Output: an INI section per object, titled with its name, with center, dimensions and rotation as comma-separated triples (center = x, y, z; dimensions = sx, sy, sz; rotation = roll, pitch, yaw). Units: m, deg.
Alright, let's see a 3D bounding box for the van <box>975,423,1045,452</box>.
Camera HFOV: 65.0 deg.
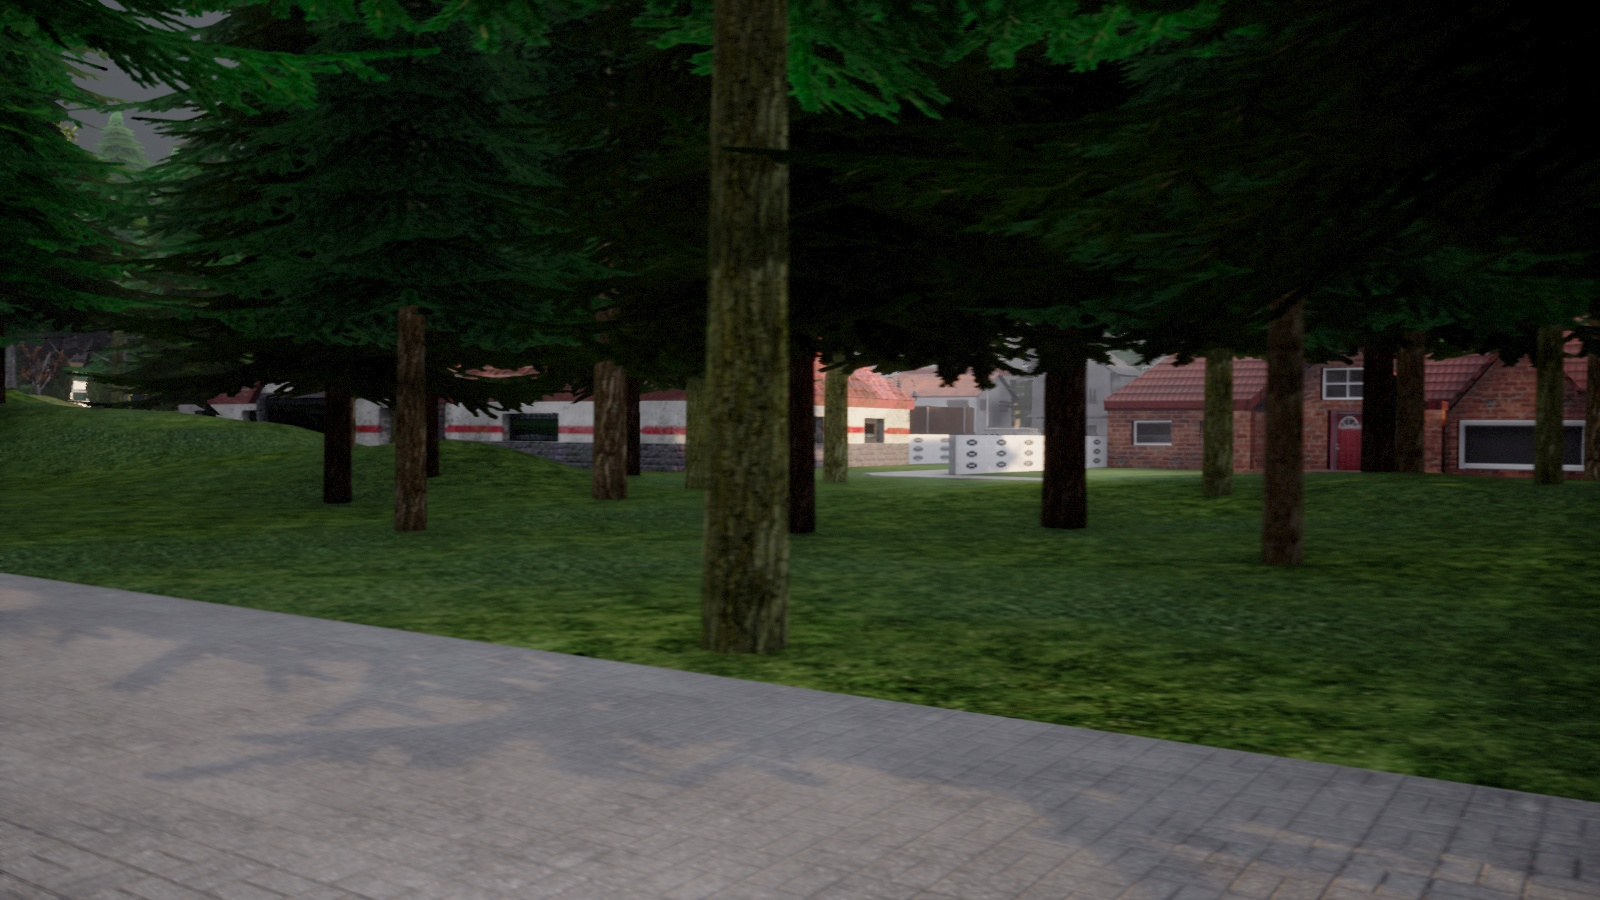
[van]
center = 14.747, -0.860, 88.268
dimensions = 4.442, 1.987, 1.775
rotation = 0, 1, 33
